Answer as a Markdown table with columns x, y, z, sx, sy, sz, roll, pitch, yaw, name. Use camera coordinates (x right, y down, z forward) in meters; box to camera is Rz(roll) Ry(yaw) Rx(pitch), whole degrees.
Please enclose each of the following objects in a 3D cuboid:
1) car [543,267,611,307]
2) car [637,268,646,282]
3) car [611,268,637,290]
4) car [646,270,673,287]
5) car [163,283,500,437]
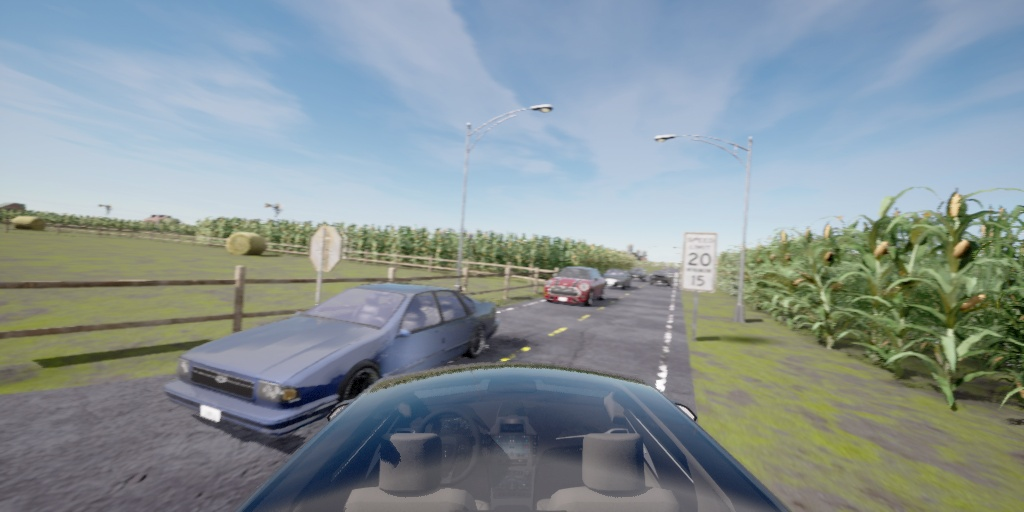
| x | y | z | sx | sy | sz | roll | pitch | yaw | name |
| --- | --- | --- | --- | --- | --- | --- | --- | --- | --- |
| 3.161 | 1.322 | 17.421 | 2.097 | 1.767 | 4.553 | 4 | 0 | 25 | car |
| 14.881 | 2.162 | 42.581 | 1.837 | 1.490 | 4.892 | 4 | 0 | 25 | car |
| 8.337 | 1.808 | 28.633 | 2.128 | 1.511 | 4.902 | 4 | 0 | 25 | car |
| 15.098 | 2.262 | 36.410 | 1.837 | 1.490 | 4.892 | 4 | 0 | 26 | car |
| -1.919 | 1.177 | 5.911 | 2.033 | 1.411 | 5.357 | 4 | 0 | 21 | car |
